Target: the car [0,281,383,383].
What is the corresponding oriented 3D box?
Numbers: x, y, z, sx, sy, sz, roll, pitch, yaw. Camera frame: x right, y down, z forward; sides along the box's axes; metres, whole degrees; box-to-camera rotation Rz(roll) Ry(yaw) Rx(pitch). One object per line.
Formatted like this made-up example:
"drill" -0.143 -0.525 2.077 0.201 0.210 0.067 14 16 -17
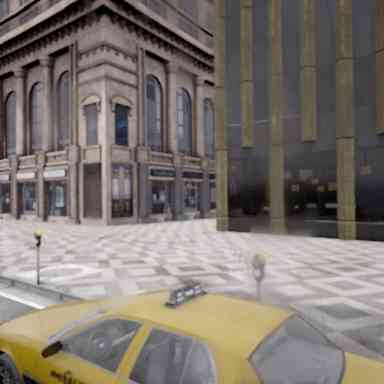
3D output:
"car" -0.266 1.544 3.165 4.829 1.417 1.752 -1 -1 36
